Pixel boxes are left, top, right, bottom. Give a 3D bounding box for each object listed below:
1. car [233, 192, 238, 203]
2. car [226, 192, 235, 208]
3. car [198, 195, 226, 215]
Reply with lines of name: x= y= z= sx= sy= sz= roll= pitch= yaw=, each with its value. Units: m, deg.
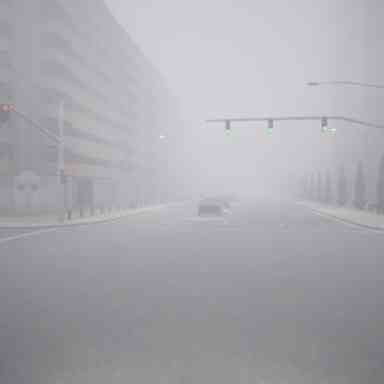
car: x=6.442 y=0.841 z=55.261 sx=2.097 sy=1.767 sz=4.553 roll=0 pitch=1 yaw=11
car: x=3.605 y=1.118 z=40.157 sx=2.128 sy=1.511 sz=4.902 roll=0 pitch=1 yaw=11
car: x=1.734 y=1.196 z=29.904 sx=1.882 sy=1.535 sz=5.008 roll=0 pitch=1 yaw=10
